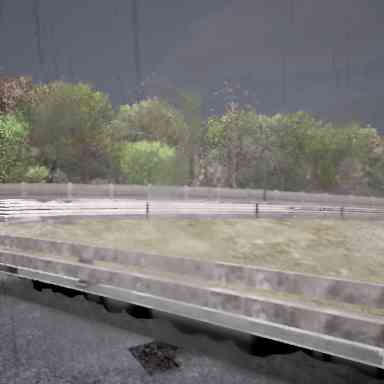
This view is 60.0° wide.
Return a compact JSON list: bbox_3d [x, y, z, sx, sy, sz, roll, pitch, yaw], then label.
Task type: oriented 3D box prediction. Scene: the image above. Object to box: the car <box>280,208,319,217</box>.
[{"bbox_3d":[12.735,2.175,39.375,4.718,1.301,1.895,3,-1,-21],"label":"car"}]
